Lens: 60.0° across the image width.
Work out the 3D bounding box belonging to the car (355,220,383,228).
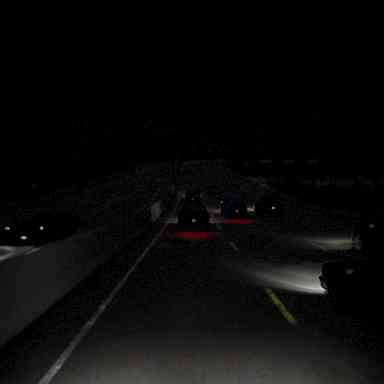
[{"bbox_3d":[7.098,1.491,10.752,1.882,1.535,5.008,0,0,0],"label":"car"}]

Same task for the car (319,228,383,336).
[{"bbox_3d":[3.600,1.553,4.596,2.033,1.411,5.357,0,0,0],"label":"car"}]

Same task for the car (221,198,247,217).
[{"bbox_3d":[3.596,1.282,29.134,1.882,1.535,5.008,0,2,0],"label":"car"}]

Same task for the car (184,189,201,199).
[{"bbox_3d":[0.065,0.417,41.766,2.128,1.511,4.902,0,5,0],"label":"car"}]

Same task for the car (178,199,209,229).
[{"bbox_3d":[0.097,1.480,21.779,1.882,1.535,5.008,0,1,0],"label":"car"}]

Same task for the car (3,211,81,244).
[{"bbox_3d":[-7.070,1.621,16.199,1.895,1.301,4.718,0,0,0],"label":"car"}]

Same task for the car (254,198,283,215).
[{"bbox_3d":[7.095,1.278,31.096,1.994,1.385,4.181,0,3,0],"label":"car"}]
